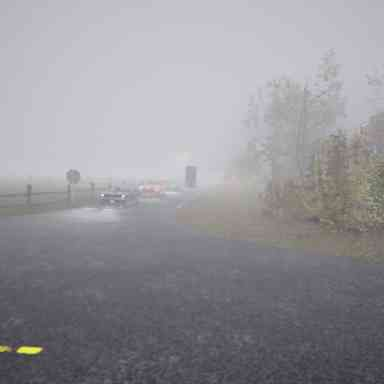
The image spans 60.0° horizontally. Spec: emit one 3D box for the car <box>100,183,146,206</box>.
[{"bbox_3d":[-5.067,0.227,24.315,1.895,1.301,4.718,3,3,6],"label":"car"}]

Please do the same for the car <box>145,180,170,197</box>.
[{"bbox_3d":[-3.984,-0.470,34.377,2.097,1.767,4.553,3,3,6],"label":"car"}]

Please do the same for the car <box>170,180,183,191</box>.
[{"bbox_3d":[-2.404,-0.978,48.780,2.128,1.511,4.902,3,3,6],"label":"car"}]
